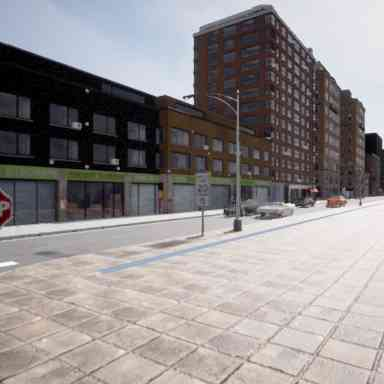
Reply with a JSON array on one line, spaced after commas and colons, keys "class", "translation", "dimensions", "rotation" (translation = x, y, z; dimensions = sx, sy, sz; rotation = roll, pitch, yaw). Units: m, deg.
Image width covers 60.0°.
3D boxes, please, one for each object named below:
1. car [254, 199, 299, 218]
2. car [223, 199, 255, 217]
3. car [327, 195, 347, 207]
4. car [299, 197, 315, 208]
[{"class": "car", "translation": [7.698, 1.542, 29.949], "dimensions": [1.895, 1.301, 4.718], "rotation": [0, 0, 36]}, {"class": "car", "translation": [4.671, 1.440, 30.776], "dimensions": [1.837, 1.490, 4.892], "rotation": [0, 0, 36]}, {"class": "car", "translation": [21.580, 1.261, 49.409], "dimensions": [2.097, 1.767, 4.553], "rotation": [0, 0, 36]}, {"class": "car", "translation": [15.471, 1.465, 45.743], "dimensions": [1.837, 1.490, 4.892], "rotation": [0, 0, 36]}]
